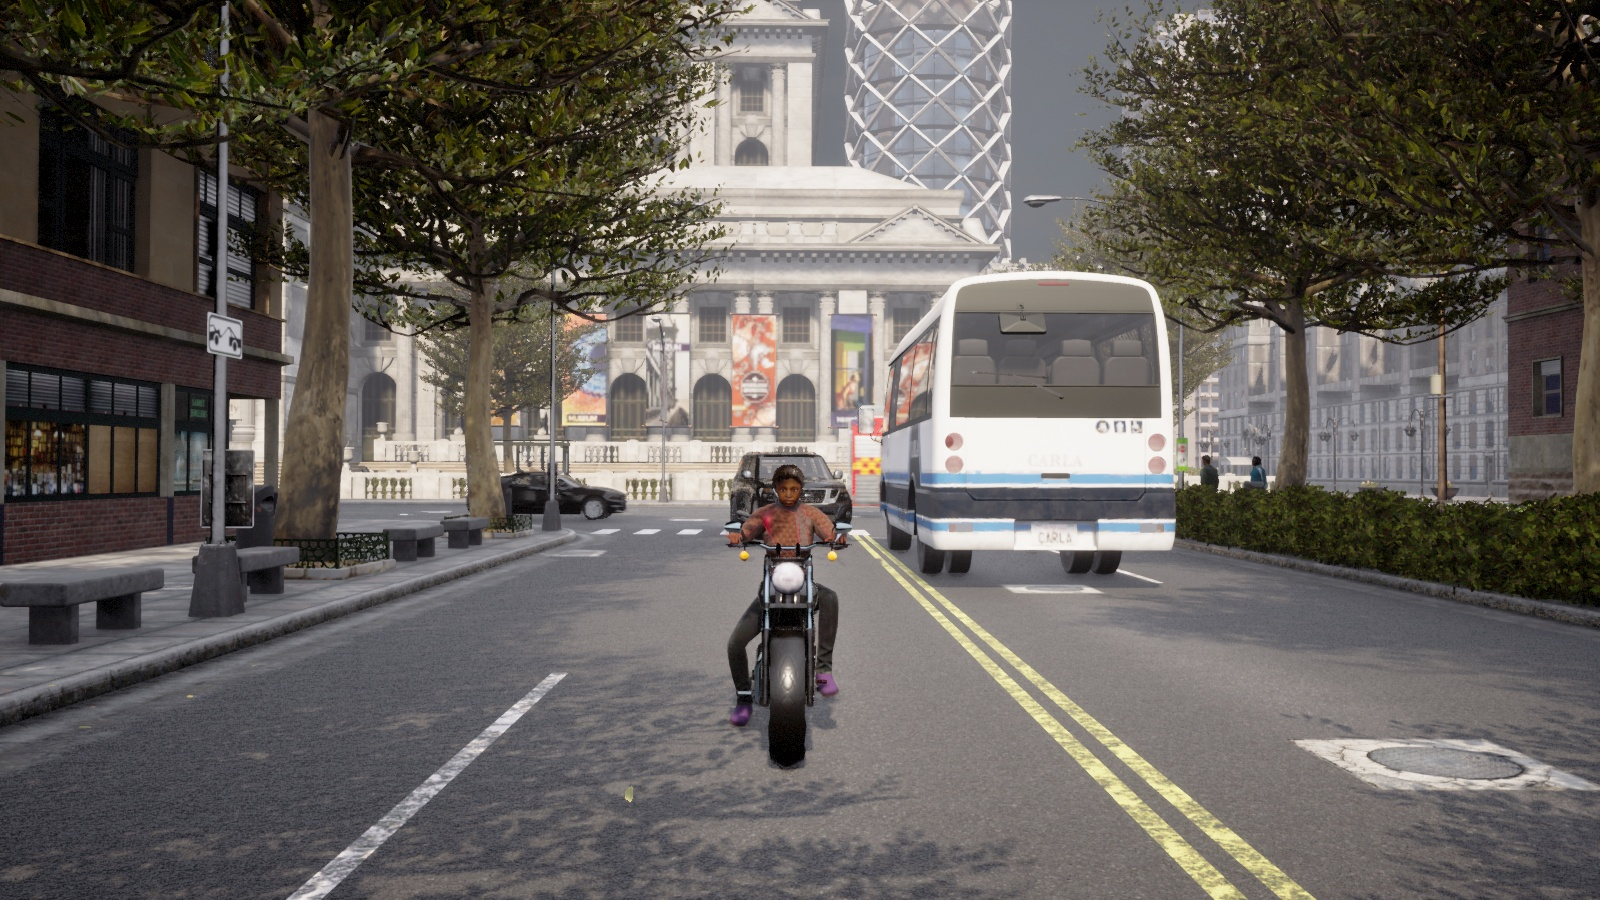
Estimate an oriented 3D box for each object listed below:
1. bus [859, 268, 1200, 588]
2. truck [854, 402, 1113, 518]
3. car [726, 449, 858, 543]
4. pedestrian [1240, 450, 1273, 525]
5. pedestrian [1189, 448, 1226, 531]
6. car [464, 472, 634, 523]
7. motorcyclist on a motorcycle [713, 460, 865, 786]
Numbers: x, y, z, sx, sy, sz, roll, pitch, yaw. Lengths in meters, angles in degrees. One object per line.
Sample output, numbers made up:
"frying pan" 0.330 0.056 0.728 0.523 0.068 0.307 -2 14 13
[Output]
"bus" 3.303 -0.209 21.872 3.944 4.253 10.273 0 -1 0
"truck" 6.178 0.349 43.229 8.468 3.827 2.891 0 -1 0
"car" -0.332 1.043 30.316 2.150 2.045 5.566 0 -1 -12
"pedestrian" 11.855 0.971 32.639 0.692 1.930 0.396 0 -1 -7
"pedestrian" 9.764 0.937 30.113 0.423 1.949 0.788 0 -1 -23
"car" -7.872 1.488 39.663 5.008 1.535 1.882 0 -1 0
"motorcyclist on a motorcycle" -0.065 0.892 7.543 0.766 1.649 2.350 0 -1 -1
